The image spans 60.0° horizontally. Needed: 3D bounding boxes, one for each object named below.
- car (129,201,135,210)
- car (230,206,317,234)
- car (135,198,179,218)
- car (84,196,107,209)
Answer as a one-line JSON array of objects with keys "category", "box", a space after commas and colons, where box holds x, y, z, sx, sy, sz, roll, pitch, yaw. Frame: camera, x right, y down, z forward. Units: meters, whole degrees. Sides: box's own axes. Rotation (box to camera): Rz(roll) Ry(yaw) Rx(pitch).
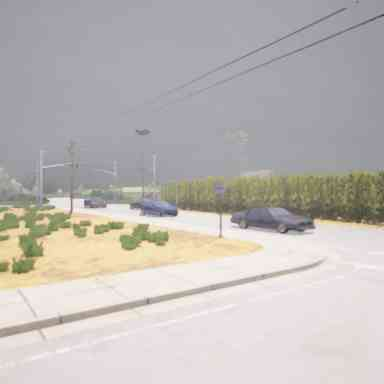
[{"category": "car", "box": [-6.271, 1.503, 42.050, 1.882, 1.535, 5.008, 0, 0, -34]}, {"category": "car", "box": [4.595, 1.573, 19.765, 2.033, 1.411, 5.357, 0, 0, -35]}, {"category": "car", "box": [-3.111, 1.504, 30.938, 1.882, 1.535, 5.008, 0, 0, -35]}, {"category": "car", "box": [-13.504, 1.418, 46.321, 2.097, 1.767, 4.553, 0, 0, -33]}]
